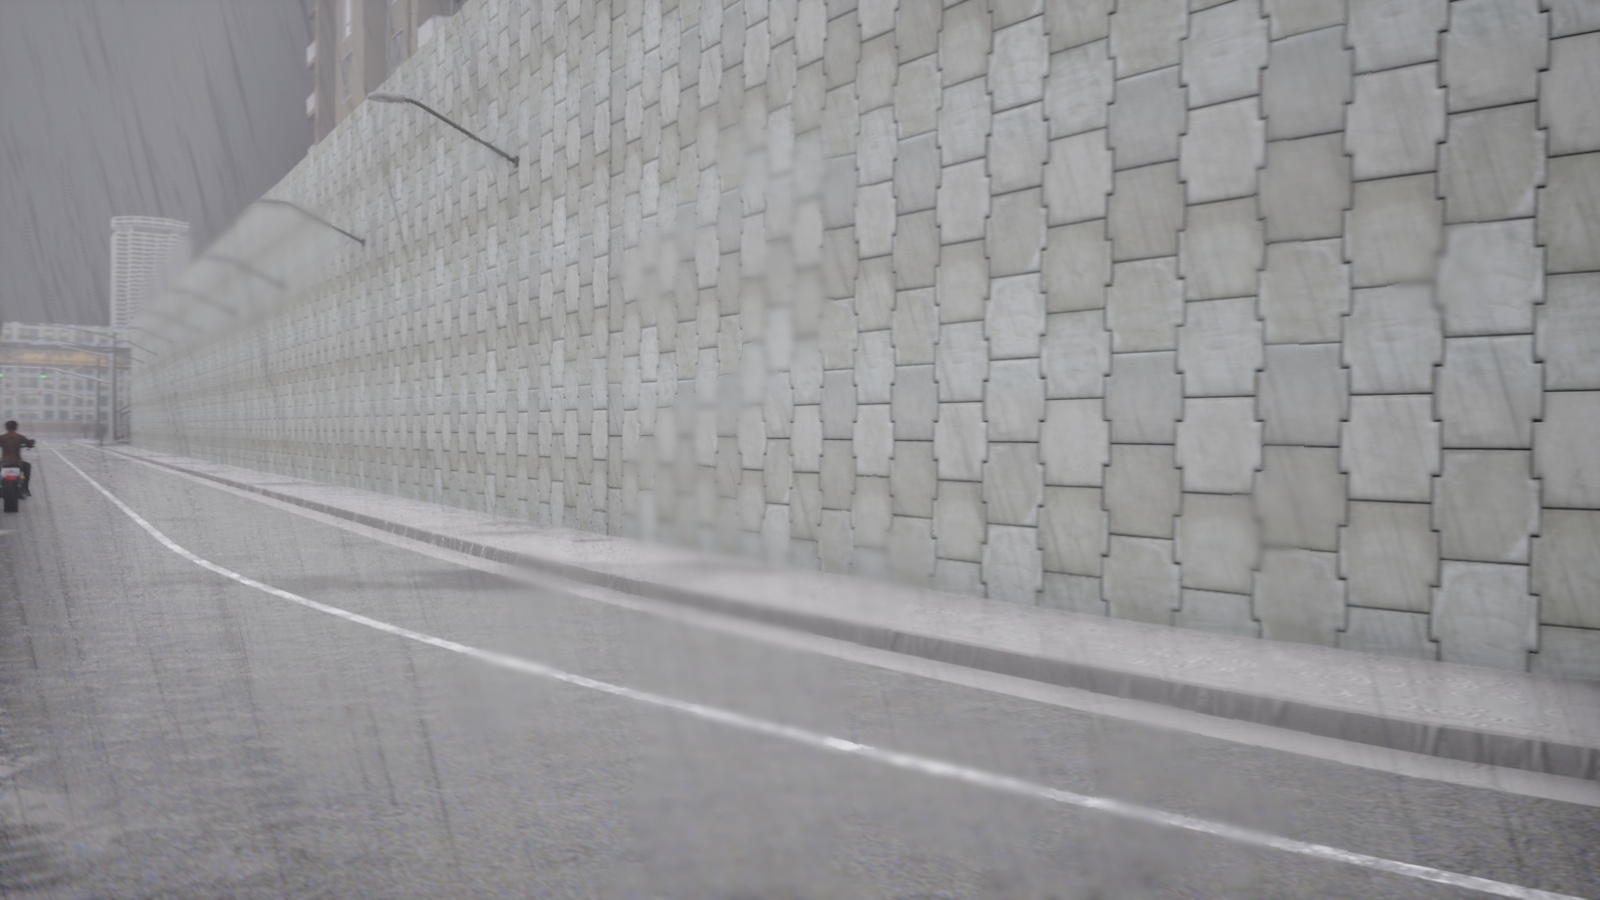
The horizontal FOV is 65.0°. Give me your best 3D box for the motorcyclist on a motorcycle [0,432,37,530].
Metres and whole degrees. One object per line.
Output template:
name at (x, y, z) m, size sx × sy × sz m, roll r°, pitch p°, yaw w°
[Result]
motorcyclist on a motorcycle at (-14.070, 0.523, 22.379) m, size 0.766 × 1.649 × 2.350 m, roll -1°, pitch 1°, yaw -32°
